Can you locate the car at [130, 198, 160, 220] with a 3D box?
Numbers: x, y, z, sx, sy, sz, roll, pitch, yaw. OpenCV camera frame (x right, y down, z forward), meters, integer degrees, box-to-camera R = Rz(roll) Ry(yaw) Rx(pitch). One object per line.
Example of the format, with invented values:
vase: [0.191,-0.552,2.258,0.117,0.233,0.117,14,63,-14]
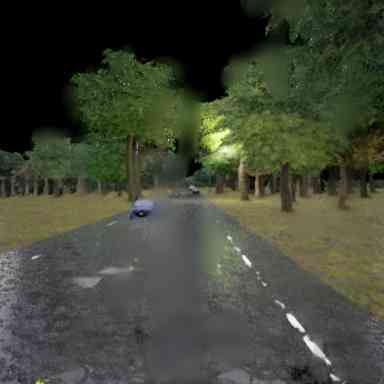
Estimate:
car: [-3.610,1.253,26.157,1.882,1.535,5.008,0,1,0]

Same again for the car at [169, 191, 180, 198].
car: [-3.535,0.527,67.375,1.994,1.385,4.181,0,2,0]

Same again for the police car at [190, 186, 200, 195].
police car: [1.007,-0.138,86.876,1.930,1.638,5.238,0,2,0]
